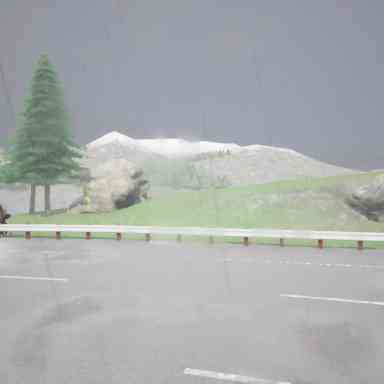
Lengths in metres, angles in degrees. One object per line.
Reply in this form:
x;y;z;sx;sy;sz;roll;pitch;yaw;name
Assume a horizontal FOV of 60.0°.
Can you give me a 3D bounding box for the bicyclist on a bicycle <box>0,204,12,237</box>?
-9.207;1.434;16.101;0.582;1.620;1.656;0;-5;6;bicyclist on a bicycle
